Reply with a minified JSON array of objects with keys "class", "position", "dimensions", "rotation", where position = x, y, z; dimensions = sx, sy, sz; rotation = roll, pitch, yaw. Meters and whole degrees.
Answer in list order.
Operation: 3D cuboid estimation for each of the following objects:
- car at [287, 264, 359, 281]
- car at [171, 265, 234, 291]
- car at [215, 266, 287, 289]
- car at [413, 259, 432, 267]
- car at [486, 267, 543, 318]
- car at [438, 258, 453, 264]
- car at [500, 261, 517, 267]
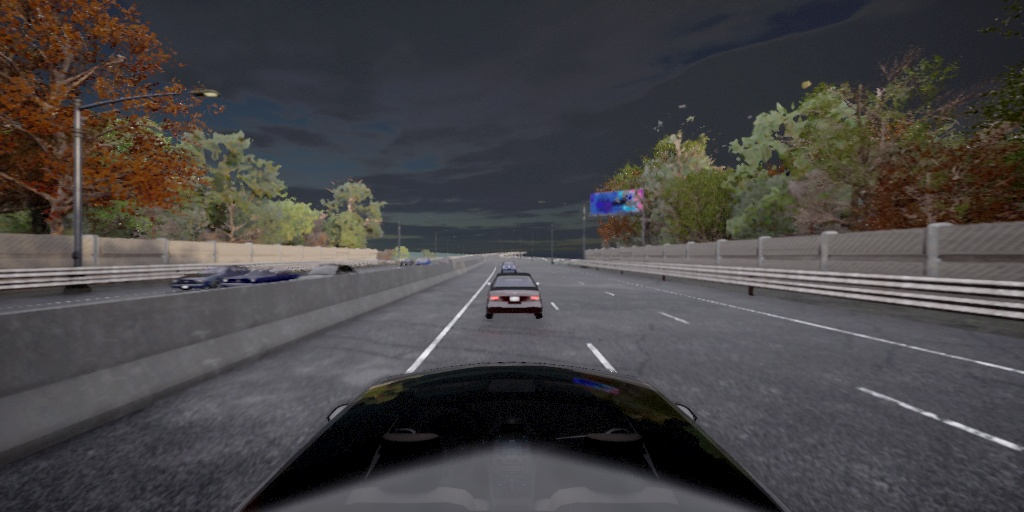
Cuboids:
[{"class":"car","position":[-10.721,1.246,21.195],"dimensions":[1.837,1.490,4.892],"rotation":[0,0,-1]},{"class":"car","position":[-17.730,1.290,22.072],"dimensions":[2.033,1.411,5.357],"rotation":[0,0,-1]},{"class":"car","position":[-14.216,1.343,20.783],"dimensions":[1.895,1.301,4.718],"rotation":[0,0,-1]},{"class":"car","position":[-15.085,1.184,61.880],"dimensions":[1.882,1.535,5.008],"rotation":[0,0,-1]},{"class":"car","position":[0.057,1.291,12.923],"dimensions":[2.033,1.411,5.357],"rotation":[0,0,0]},{"class":"car","position":[-11.607,1.057,62.523],"dimensions":[2.097,1.767,4.553],"rotation":[0,0,-1]},{"class":"car","position":[-0.379,1.271,42.241],"dimensions":[2.033,1.411,5.357],"rotation":[0,0,-1]}]
